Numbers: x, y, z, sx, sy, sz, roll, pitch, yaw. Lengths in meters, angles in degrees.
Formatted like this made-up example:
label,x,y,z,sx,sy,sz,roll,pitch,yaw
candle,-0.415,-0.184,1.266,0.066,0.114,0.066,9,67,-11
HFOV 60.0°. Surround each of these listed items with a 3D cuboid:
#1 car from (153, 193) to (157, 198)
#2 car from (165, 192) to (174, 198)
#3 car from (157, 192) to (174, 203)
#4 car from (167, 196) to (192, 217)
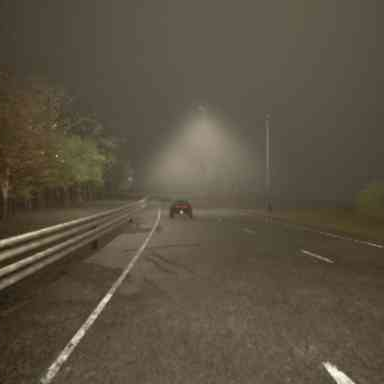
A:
label,x,y,z,sx,sy,sz,roll,pitch,yaw
car,-9.848,0.985,93.426,2.128,1.511,4.902,0,0,-9
car,-6.197,0.806,92.679,2.097,1.767,4.553,0,0,-9
car,-4.753,1.225,60.286,2.033,1.411,5.357,0,0,-9
car,-1.019,1.370,29.058,1.837,1.490,4.892,0,0,-5
